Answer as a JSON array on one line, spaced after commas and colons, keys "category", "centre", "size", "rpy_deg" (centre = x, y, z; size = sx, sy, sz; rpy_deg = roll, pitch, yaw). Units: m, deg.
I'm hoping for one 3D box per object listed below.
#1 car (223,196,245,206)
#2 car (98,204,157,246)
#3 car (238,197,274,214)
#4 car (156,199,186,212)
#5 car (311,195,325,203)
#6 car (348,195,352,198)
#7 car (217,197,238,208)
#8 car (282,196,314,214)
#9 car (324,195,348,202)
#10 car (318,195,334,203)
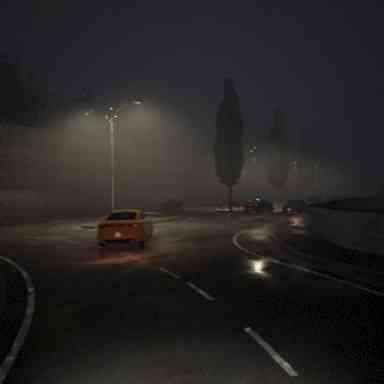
[{"category": "car", "centre": [7.058, 1.520, 55.960], "size": [1.812, 1.442, 4.674], "rpy_deg": [-1, 0, 33]}, {"category": "car", "centre": [-3.003, 1.561, 15.754], "size": [1.882, 1.535, 5.008], "rpy_deg": [-2, 0, -1]}, {"category": "car", "centre": [7.078, 1.455, 34.878], "size": [2.128, 1.511, 4.902], "rpy_deg": [-1, 0, 33]}, {"category": "car", "centre": [-2.699, 1.627, 41.311], "size": [2.128, 1.511, 4.902], "rpy_deg": [-1, 0, 33]}, {"category": "car", "centre": [20.273, 1.273, 54.941], "size": [1.882, 1.535, 5.008], "rpy_deg": [-1, 0, 33]}, {"category": "car", "centre": [28.062, 1.263, 60.590], "size": [1.994, 1.385, 4.181], "rpy_deg": [-1, 0, 33]}, {"category": "car", "centre": [5.301, 1.526, 47.055], "size": [1.837, 1.490, 4.892], "rpy_deg": [-1, -1, 34]}, {"category": "car", "centre": [10.594, 1.430, 33.867], "size": [1.812, 1.442, 4.674], "rpy_deg": [-1, 0, 33]}, {"category": "car", "centre": [22.624, 1.277, 52.207], "size": [1.812, 1.442, 4.674], "rpy_deg": [-1, -1, 34]}, {"category": "car", "centre": [25.138, 1.319, 62.514], "size": [1.994, 1.385, 4.181], "rpy_deg": [-1, 0, 33]}]
